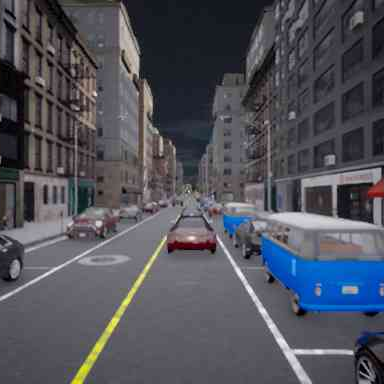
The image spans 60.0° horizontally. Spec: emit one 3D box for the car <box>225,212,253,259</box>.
[{"bbox_3d":[2.630,1.675,12.894,2.008,1.369,4.403,0,-1,0],"label":"car"}]

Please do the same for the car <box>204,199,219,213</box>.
[{"bbox_3d":[2.618,1.787,34.937,1.967,1.590,4.097,0,-1,0],"label":"car"}]

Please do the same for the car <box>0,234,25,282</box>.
[{"bbox_3d":[-5.392,1.622,7.379,2.008,1.369,4.403,0,-1,0],"label":"car"}]

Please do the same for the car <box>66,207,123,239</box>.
[{"bbox_3d":[-5.398,1.619,18.401,1.967,1.590,4.097,0,-1,0],"label":"car"}]

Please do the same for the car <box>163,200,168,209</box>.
[{"bbox_3d":[-5.418,2.114,56.975,1.887,1.381,4.507,0,-1,0],"label":"car"}]

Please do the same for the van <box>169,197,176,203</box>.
[{"bbox_3d":[-5.457,2.281,94.450,1.690,1.788,3.998,0,-1,0],"label":"van"}]

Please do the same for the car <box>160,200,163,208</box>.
[{"bbox_3d":[-5.413,2.041,45.953,1.802,1.307,4.206,0,-1,0],"label":"car"}]

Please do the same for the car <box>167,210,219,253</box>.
[{"bbox_3d":[-0.004,1.703,14.315,1.994,1.385,4.181,0,-1,0],"label":"car"}]

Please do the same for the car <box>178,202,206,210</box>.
[{"bbox_3d":[-0.013,1.854,29.296,1.994,1.385,4.181,0,-1,0],"label":"car"}]

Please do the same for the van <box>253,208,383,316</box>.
[{"bbox_3d":[2.633,1.412,7.385,1.690,1.788,3.998,0,-1,0],"label":"van"}]

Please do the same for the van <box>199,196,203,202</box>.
[{"bbox_3d":[2.607,1.910,56.981,1.690,1.788,3.998,0,-1,0],"label":"van"}]

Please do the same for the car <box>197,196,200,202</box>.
[{"bbox_3d":[2.604,1.939,62.492,2.192,1.841,5.009,0,-1,0],"label":"car"}]

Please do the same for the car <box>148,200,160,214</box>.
[{"bbox_3d":[-5.410,1.948,40.442,1.887,1.381,4.507,0,-1,0],"label":"car"}]

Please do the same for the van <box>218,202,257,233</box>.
[{"bbox_3d":[2.626,1.520,18.406,1.690,1.788,3.998,0,-1,0],"label":"van"}]

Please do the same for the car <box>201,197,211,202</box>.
[{"bbox_3d":[2.612,1.899,45.959,1.967,1.590,4.097,0,-1,0],"label":"car"}]

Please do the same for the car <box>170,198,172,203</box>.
[{"bbox_3d":[-5.421,2.190,62.485,1.947,1.339,4.313,0,-1,0],"label":"car"}]

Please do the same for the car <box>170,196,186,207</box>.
[{"bbox_3d":[-2.786,1.872,66.701,2.150,2.045,5.566,0,-1,0],"label":"car"}]

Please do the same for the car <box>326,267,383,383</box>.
[{"bbox_3d":[2.635,1.584,1.873,1.947,1.339,4.313,0,-1,0],"label":"car"}]

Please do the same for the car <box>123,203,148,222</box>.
[{"bbox_3d":[-5.404,1.842,29.421,2.008,1.369,4.403,0,-1,0],"label":"car"}]
